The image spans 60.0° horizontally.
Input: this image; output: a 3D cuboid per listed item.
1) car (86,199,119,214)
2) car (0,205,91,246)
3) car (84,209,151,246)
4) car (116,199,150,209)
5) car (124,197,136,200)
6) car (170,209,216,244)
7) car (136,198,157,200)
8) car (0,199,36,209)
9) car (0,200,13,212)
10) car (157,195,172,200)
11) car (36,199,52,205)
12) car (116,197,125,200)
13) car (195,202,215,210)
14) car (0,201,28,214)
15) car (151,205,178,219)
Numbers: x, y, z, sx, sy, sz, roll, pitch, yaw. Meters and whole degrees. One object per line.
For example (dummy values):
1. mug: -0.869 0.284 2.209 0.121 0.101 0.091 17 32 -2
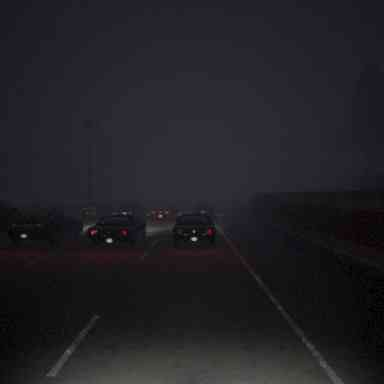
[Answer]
1. car: -9.335 1.740 32.921 2.128 1.511 4.902 0 0 7
2. car: -6.874 1.614 16.088 2.128 1.511 4.902 0 0 1
3. car: -3.383 1.721 15.932 1.895 1.301 4.718 0 0 0
4. car: -5.804 1.753 32.990 1.837 1.490 4.892 0 -1 7
5. car: -13.956 2.124 81.763 1.994 1.385 4.181 0 0 23
6. car: 0.121 1.724 16.363 1.895 1.301 4.718 0 0 1
7. car: -10.961 2.120 79.880 1.994 1.385 4.181 0 0 23
8. car: -10.372 1.347 16.636 2.150 2.045 5.566 0 -1 1
9. car: -25.743 1.802 42.882 1.882 1.535 5.008 0 0 10
10. car: -6.754 1.736 80.690 2.150 2.045 5.566 0 0 25
11. car: -19.012 1.660 40.711 2.097 1.767 4.553 0 0 10
12. car: -17.607 1.937 82.147 2.097 1.767 4.553 0 0 23
13. car: 1.359 1.780 33.940 1.812 1.442 4.674 0 0 7
14. car: -22.517 1.873 40.968 1.994 1.385 4.181 0 0 10
15. car: -2.499 1.836 31.336 1.895 1.301 4.718 0 0 6
